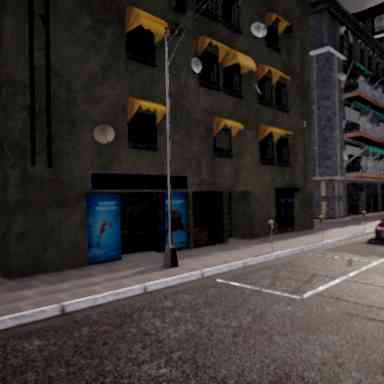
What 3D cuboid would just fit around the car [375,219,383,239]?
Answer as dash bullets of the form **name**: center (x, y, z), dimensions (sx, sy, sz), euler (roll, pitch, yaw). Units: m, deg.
- **car**: center (11.300, 1.780, 17.948), dimensions (4.206, 1.307, 1.802), euler (0, -2, -45)
